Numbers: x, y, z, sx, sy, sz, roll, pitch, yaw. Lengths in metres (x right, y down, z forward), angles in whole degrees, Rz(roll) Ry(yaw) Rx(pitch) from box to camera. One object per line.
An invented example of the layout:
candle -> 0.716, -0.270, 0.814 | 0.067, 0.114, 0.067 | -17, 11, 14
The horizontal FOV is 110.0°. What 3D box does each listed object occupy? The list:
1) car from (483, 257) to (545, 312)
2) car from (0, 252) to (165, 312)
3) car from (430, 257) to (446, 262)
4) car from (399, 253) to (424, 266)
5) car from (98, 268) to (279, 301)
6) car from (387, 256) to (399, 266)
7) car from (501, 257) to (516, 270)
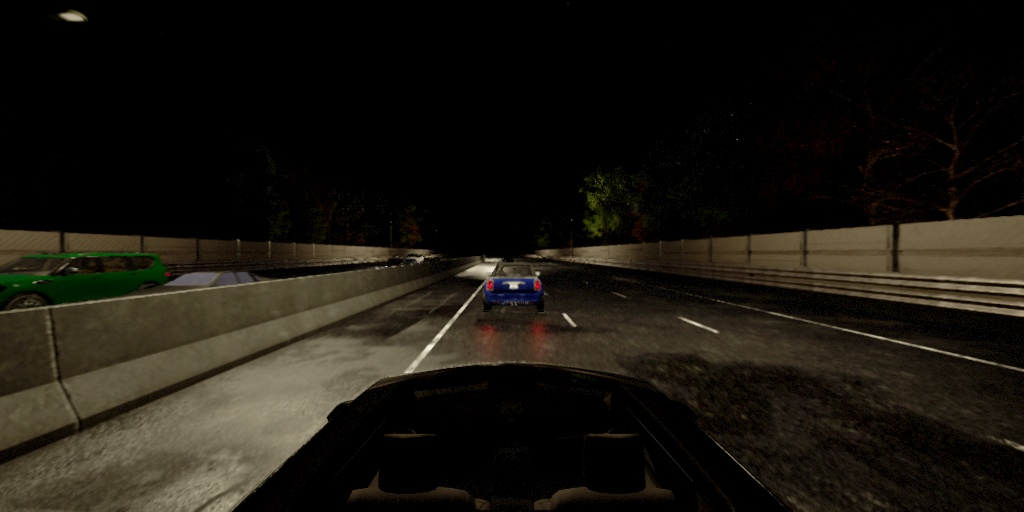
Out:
car -> 0.045, 1.009, 13.898 | 2.097, 1.767, 4.553 | 0, 0, 0
car -> -14.134, 0.904, 11.416 | 2.150, 2.045, 5.566 | 0, 0, 0
car -> -11.359, 0.890, 55.148 | 2.033, 1.411, 5.357 | 0, 0, -1
car -> -14.837, 0.571, 54.249 | 2.150, 2.045, 5.566 | 0, 1, -1
car -> -10.641, 1.218, 12.844 | 2.033, 1.411, 5.357 | 0, 0, 0
car -> -18.415, 0.821, 57.063 | 2.128, 1.511, 4.902 | 0, 0, -1
car -> -0.479, 0.917, 45.983 | 1.837, 1.490, 4.892 | 0, 0, -1
